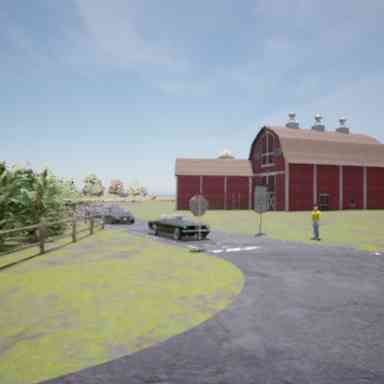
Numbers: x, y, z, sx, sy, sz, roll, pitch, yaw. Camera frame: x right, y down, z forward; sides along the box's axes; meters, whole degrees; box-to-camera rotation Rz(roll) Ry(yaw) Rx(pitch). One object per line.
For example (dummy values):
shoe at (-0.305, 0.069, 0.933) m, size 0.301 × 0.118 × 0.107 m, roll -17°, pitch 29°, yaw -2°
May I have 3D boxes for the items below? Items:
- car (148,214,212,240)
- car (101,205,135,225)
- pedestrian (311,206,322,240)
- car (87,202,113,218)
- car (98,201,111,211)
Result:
car at (-0.824, 1.965, 19.407) m, size 1.895 × 1.301 × 4.718 m, roll 1°, pitch -2°, yaw -30°
car at (-6.535, 2.155, 29.917) m, size 1.994 × 1.385 × 4.181 m, roll 1°, pitch -2°, yaw -26°
pedestrian at (6.790, 1.663, 18.094) m, size 0.375 × 1.860 × 0.375 m, roll 0°, pitch 0°, yaw -32°
car at (-11.361, 2.164, 40.239) m, size 2.097 × 1.767 × 4.553 m, roll 1°, pitch -2°, yaw -23°
car at (-16.240, 2.636, 61.739) m, size 2.097 × 1.767 × 4.553 m, roll 1°, pitch -1°, yaw -17°
